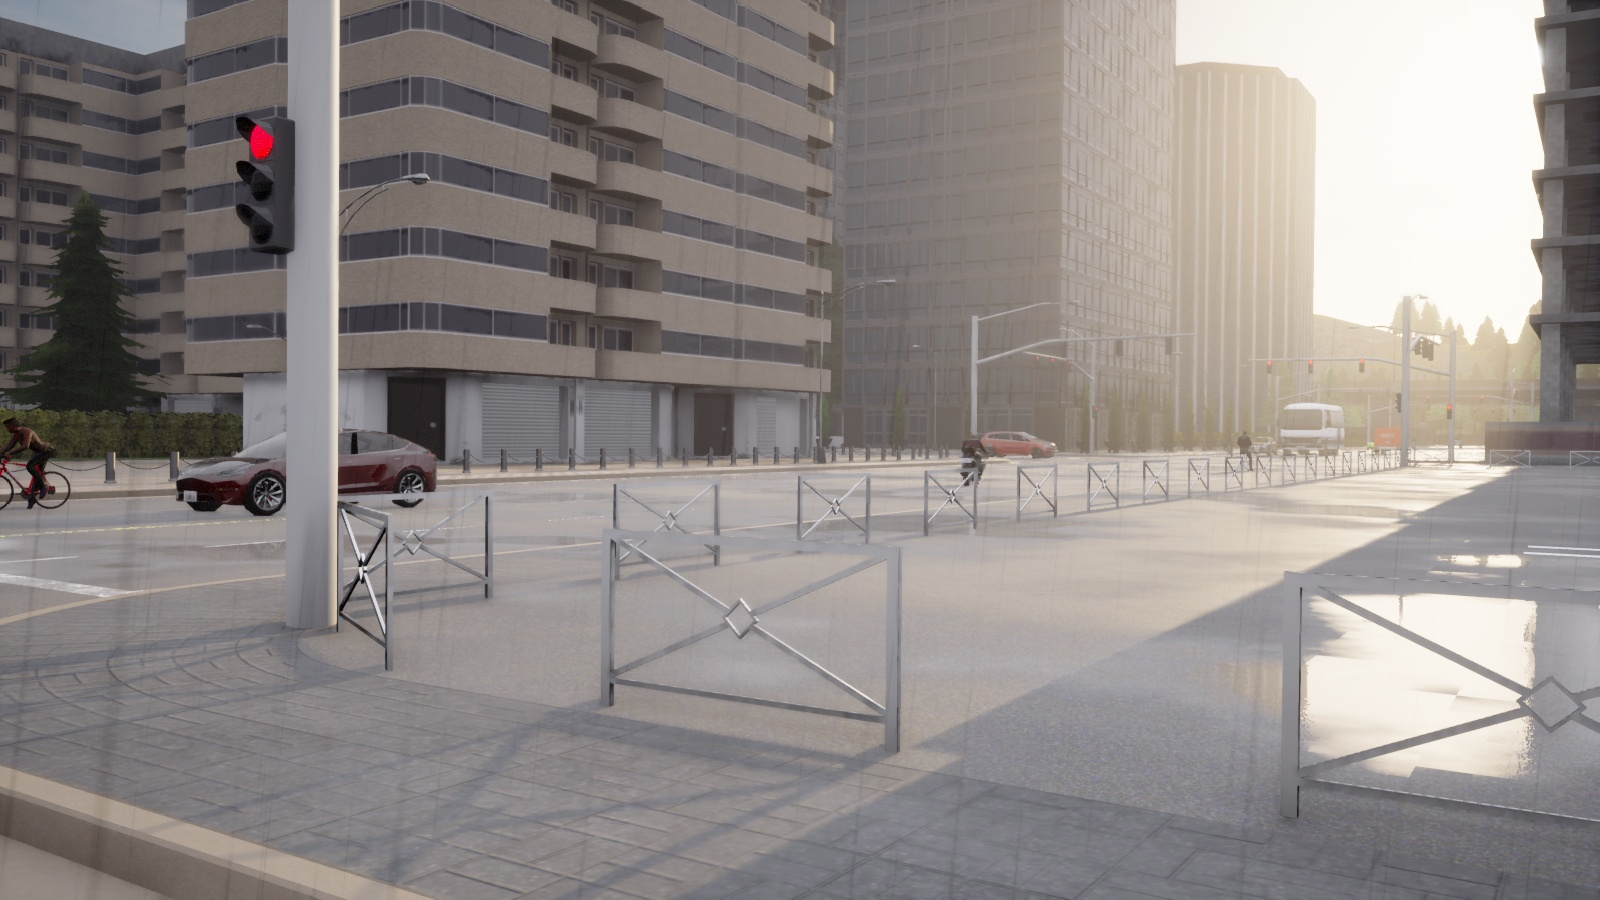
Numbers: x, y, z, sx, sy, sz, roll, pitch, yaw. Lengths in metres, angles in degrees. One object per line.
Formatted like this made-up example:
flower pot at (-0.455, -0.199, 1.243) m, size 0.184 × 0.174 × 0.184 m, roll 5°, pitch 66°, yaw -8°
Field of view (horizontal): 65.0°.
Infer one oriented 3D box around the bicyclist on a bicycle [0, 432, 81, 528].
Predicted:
bicyclist on a bicycle at (-13.599, 0.507, 21.982) m, size 0.582 × 1.620 × 1.656 m, roll 0°, pitch 1°, yaw 33°

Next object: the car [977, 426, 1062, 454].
car at (13.285, -0.631, 76.017) m, size 4.611 × 1.667 × 2.242 m, roll 0°, pitch 1°, yaw 29°

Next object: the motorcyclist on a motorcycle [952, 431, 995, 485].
motorcyclist on a motorcycle at (5.078, 0.219, 36.727) m, size 0.866 × 1.530 × 2.191 m, roll 0°, pitch 1°, yaw 18°

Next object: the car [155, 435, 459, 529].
car at (-8.837, 0.498, 22.939) m, size 2.163 × 1.488 × 4.792 m, roll 0°, pitch 1°, yaw 33°
